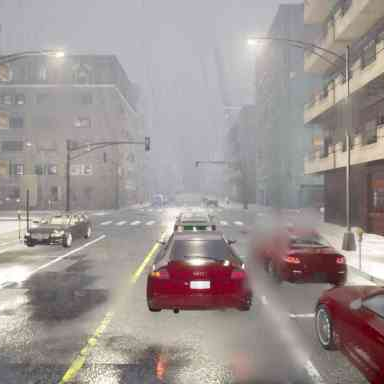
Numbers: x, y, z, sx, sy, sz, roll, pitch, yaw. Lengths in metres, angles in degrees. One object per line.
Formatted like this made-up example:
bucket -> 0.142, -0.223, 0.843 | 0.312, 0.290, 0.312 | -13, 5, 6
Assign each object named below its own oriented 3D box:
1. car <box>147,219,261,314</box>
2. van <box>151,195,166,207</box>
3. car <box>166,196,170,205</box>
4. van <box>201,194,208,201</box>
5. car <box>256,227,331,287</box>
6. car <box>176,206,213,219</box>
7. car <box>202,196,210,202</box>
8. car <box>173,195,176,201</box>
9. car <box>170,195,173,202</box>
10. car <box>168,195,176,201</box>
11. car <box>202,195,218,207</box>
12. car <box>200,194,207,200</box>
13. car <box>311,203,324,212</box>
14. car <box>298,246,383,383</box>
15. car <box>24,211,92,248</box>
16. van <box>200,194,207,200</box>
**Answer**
car -> 0.117, 1.566, 7.726 | 1.994, 1.385, 4.181 | 0, 0, -1
van -> -5.512, 1.349, 52.796 | 1.690, 1.788, 3.998 | 1, 0, 0
car -> -5.396, 1.574, 58.459 | 1.947, 1.339, 4.313 | 1, 0, 0
van -> 3.208, 1.349, 86.721 | 1.690, 1.788, 3.998 | 1, 0, 0
car -> 2.680, 1.584, 9.001 | 1.802, 1.307, 4.206 | 1, 0, 0
car -> 0.125, 1.604, 16.544 | 1.895, 1.301, 4.718 | 0, 0, 0
car -> 3.116, 1.590, 75.381 | 1.802, 1.307, 4.206 | 1, 0, 0
car -> -5.264, 1.575, 75.471 | 1.947, 1.339, 4.313 | 1, 0, 0
car -> -5.350, 1.448, 64.129 | 1.967, 1.590, 4.097 | 1, 0, 0
car -> -5.175, 1.554, 86.811 | 1.887, 1.381, 4.507 | 1, 0, 0
car -> 3.035, 1.558, 51.123 | 2.008, 1.369, 4.403 | 1, 0, 0
car -> 3.072, 1.558, 69.711 | 2.008, 1.369, 4.403 | 1, 0, 0
car -> 15.599, 1.518, 36.878 | 4.507, 1.381, 1.887 | 0, -1, 1
car -> 2.672, 1.583, 3.330 | 1.802, 1.307, 4.206 | 1, 0, 0
car -> -5.749, 1.554, 14.751 | 2.008, 1.369, 4.403 | 1, 0, 0
van -> 3.252, 1.350, 92.391 | 1.690, 1.788, 3.998 | 1, 0, 0
